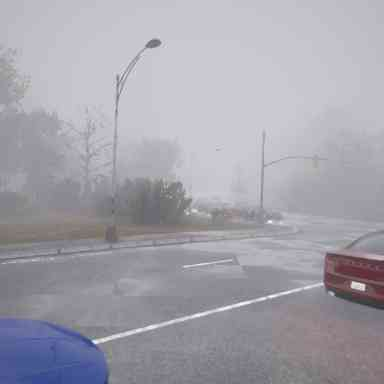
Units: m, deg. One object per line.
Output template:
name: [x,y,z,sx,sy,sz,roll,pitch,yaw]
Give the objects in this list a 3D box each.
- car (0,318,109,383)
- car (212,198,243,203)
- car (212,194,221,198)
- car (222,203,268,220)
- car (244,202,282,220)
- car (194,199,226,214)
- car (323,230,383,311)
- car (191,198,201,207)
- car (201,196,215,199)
car: [-2.898,1.478,1.676,5.008,1.535,1.882,0,0,-36]
car: [4.623,2.119,46.472,2.033,1.411,5.357,3,1,-18]
car: [5.856,1.131,79.147,2.033,1.411,5.357,2,2,-1]
car: [5.409,2.182,34.586,1.895,1.301,4.718,3,-1,-23]
car: [8.099,2.229,37.261,1.837,1.490,4.892,3,-1,-21]
car: [2.252,2.048,42.785,1.994,1.385,4.181,3,0,-19]
car: [4.961,1.559,7.318,5.008,1.535,1.882,1,-1,-35]
car: [-0.659,1.718,52.345,2.128,1.511,4.902,2,1,-15]
car: [1.908,1.747,56.499,1.837,1.490,4.892,2,2,-12]
